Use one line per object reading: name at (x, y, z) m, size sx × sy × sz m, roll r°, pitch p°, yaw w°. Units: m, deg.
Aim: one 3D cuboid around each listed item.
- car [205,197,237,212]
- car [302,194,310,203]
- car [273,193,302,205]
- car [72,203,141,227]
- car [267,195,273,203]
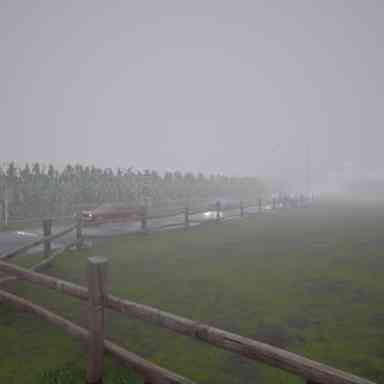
car at (3.027, 1.219, 34.131) m, size 1.994 × 1.385 × 4.181 m, roll 1°, pitch 1°, yaw 32°
car at (17.834, 1.007, 53.684) m, size 1.895 × 1.301 × 4.718 m, roll 1°, pitch 1°, yaw 29°
car at (13.036, 0.870, 45.122) m, size 2.097 × 1.767 × 4.553 m, roll 1°, pitch 1°, yaw 30°
car at (-5.268, 1.416, 21.367) m, size 1.895 × 1.301 × 4.718 m, roll 1°, pitch 1°, yaw 34°
car at (12.985, 0.988, 50.625) m, size 1.812 × 1.442 × 4.674 m, roll 1°, pitch 1°, yaw 29°
